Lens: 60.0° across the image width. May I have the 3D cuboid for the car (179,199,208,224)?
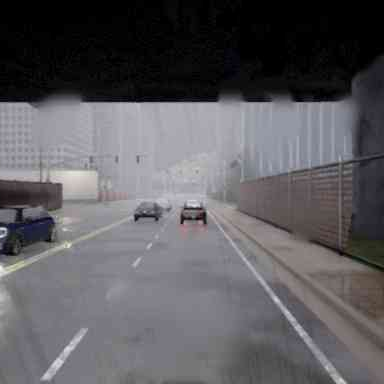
[{"bbox_3d":[0.103,1.452,24.107,2.128,1.511,4.902,0,0,0],"label":"car"}]

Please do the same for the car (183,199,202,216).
[{"bbox_3d":[0.079,1.471,33.371,1.812,1.442,4.674,0,0,1],"label":"car"}]

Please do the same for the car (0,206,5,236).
[{"bbox_3d":[-10.566,1.529,14.807,1.812,1.442,4.674,0,2,0],"label":"car"}]

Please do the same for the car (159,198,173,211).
[{"bbox_3d":[-3.416,1.453,39.006,1.812,1.442,4.674,0,0,0],"label":"car"}]

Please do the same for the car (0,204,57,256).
[{"bbox_3d":[-7.074,1.330,12.885,2.097,1.767,4.553,0,0,0],"label":"car"}]

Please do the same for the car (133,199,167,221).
[{"bbox_3d":[-3.410,1.504,26.556,2.033,1.411,5.357,0,0,0],"label":"car"}]
